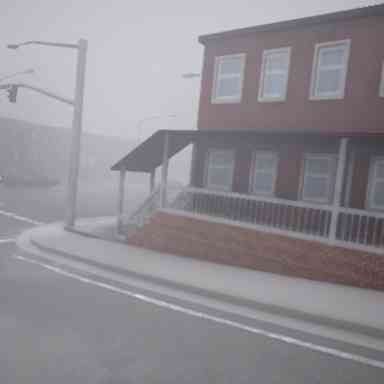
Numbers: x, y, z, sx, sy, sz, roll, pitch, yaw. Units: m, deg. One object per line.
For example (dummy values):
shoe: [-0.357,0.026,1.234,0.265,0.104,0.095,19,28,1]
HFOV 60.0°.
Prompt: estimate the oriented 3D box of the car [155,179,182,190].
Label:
car: [-3.175,-1.020,45.903,1.994,1.385,4.181,8,5,36]

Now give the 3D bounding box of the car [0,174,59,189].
car: [-14.629,-0.993,29.990,1.895,1.301,4.718,8,5,34]
